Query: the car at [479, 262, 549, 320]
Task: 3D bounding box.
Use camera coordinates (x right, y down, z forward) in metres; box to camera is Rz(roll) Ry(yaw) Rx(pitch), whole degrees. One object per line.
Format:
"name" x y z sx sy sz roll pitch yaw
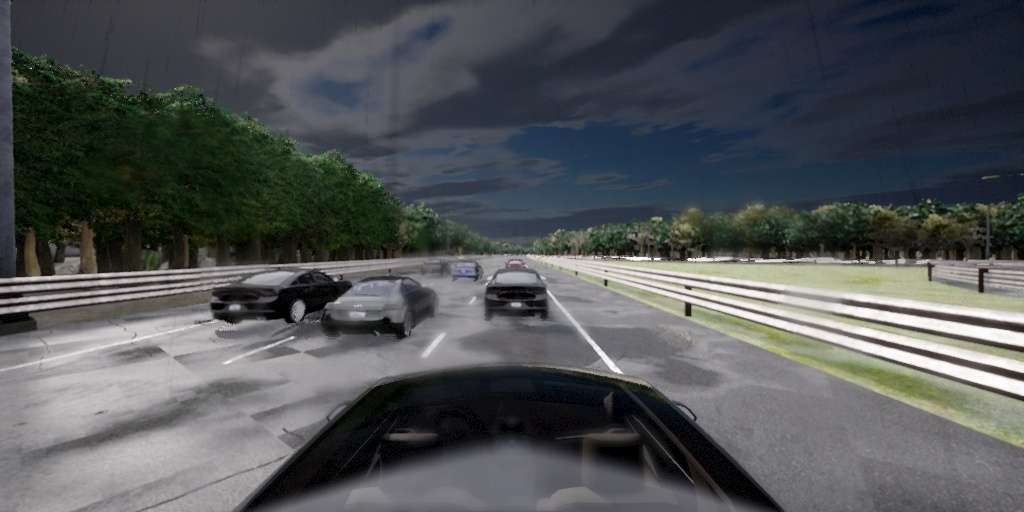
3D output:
"car" 0.152 1.136 12.141 1.882 1.535 5.008 0 1 1

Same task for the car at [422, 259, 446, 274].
"car" -6.692 0.981 31.949 2.128 1.511 4.902 0 0 0

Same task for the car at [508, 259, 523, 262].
"car" 0.316 1.014 32.904 1.812 1.442 4.674 0 0 0

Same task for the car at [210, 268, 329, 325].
"car" -6.855 1.122 11.387 1.882 1.535 5.008 0 0 1

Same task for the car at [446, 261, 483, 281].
"car" -3.234 1.078 26.774 2.033 1.411 5.357 0 1 1

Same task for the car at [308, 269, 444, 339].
"car" -3.371 1.242 9.895 1.994 1.385 4.181 0 1 1
